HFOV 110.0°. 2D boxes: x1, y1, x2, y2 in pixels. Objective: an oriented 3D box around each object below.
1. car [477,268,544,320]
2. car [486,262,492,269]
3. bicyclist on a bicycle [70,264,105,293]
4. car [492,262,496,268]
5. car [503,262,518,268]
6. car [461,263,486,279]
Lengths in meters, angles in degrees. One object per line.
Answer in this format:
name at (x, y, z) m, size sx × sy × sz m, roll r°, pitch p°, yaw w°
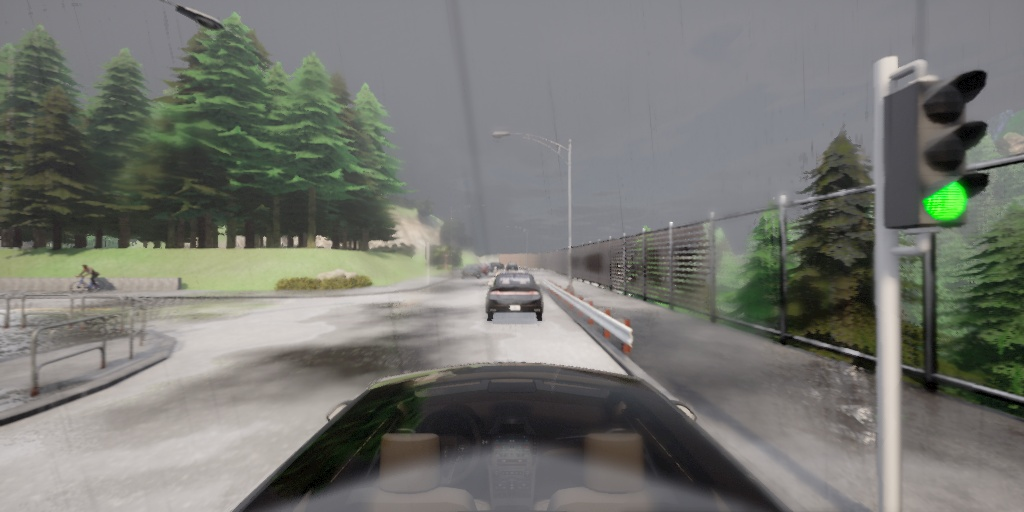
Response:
car at (0.094, 1.357, 13.094) m, size 2.128 × 1.511 × 4.902 m, roll 0°, pitch -1°, yaw 0°
car at (-4.086, 1.688, 46.906) m, size 1.882 × 1.535 × 5.008 m, roll 0°, pitch -1°, yaw 0°
bicyclist on a bicycle at (-24.164, 1.289, 20.438) m, size 0.582 × 1.620 × 1.656 m, roll 0°, pitch 0°, yaw 0°
car at (-4.021, 1.840, 57.025) m, size 1.812 × 1.442 × 4.674 m, roll 0°, pitch -1°, yaw 0°
car at (-0.027, 1.834, 61.144) m, size 1.882 × 1.535 × 5.008 m, roll 0°, pitch -1°, yaw -4°
car at (-4.109, 1.618, 37.383) m, size 1.837 × 1.490 × 4.892 m, roll 0°, pitch -1°, yaw 0°
